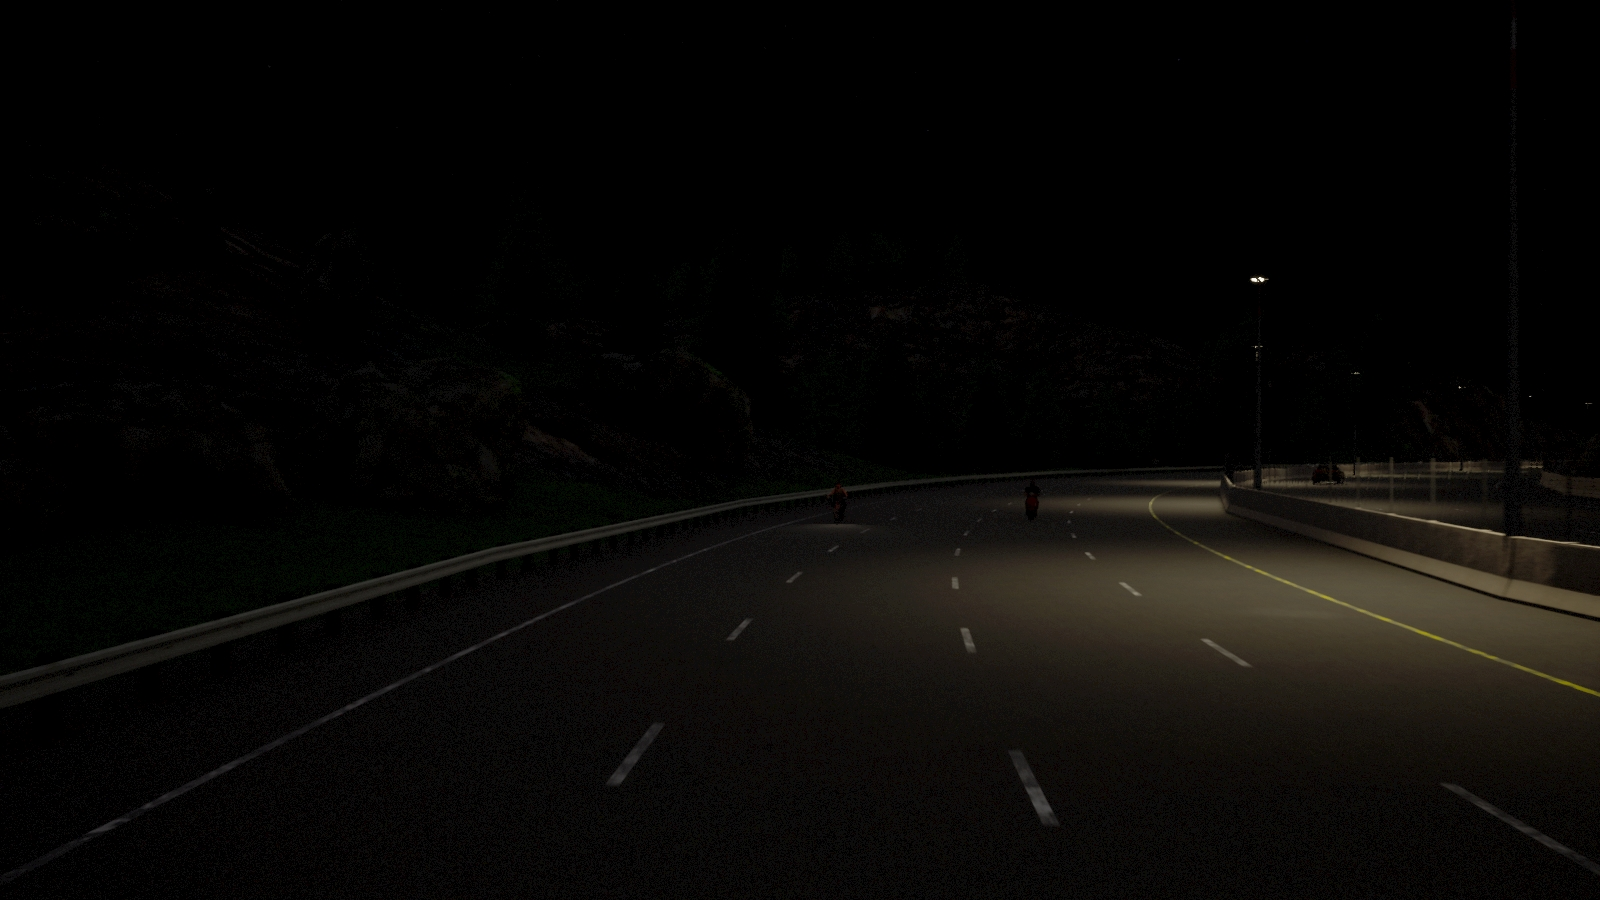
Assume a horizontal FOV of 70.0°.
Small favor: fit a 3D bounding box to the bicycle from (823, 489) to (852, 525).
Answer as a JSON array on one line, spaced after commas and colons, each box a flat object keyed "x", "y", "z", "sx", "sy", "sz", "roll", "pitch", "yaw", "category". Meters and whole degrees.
[{"x": 1.451, "y": 2.150, "z": 43.543, "sx": 0.859, "sy": 1.295, "sz": 1.487, "roll": 0, "pitch": 0, "yaw": 12, "category": "bicycle"}]

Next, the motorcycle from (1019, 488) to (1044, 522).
[{"x": 9.254, "y": 2.192, "z": 45.619, "sx": 0.856, "sy": 1.236, "sz": 1.805, "roll": 1, "pitch": 0, "yaw": 14, "category": "motorcycle"}]
